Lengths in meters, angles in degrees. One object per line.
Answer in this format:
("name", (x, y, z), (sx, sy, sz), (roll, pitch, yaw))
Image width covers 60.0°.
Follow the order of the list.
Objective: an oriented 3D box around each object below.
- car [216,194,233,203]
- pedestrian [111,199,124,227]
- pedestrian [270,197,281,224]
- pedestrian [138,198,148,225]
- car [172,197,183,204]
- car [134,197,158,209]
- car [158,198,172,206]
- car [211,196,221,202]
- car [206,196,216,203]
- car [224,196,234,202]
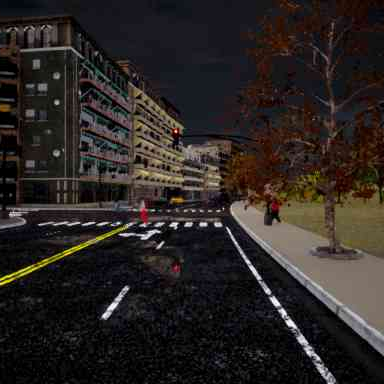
("car", (7.661, 1.534, 78.300), (2.150, 2.045, 5.566), (0, 0, 11))
("pedestrian", (-4.811, 1.319, 21.428), (0.375, 1.860, 0.375), (0, 0, 3))
("pedestrian", (5.353, 1.167, 21.489), (0.375, 1.860, 0.375), (0, 0, 3))
("pedestrian", (-3.279, 1.322, 22.549), (0.375, 1.860, 0.375), (0, 0, 3))
("car", (-3.312, 1.743, 72.519), (1.882, 1.535, 5.008), (0, 0, 10))
("car", (-6.895, 1.478, 48.257), (2.097, 1.767, 4.553), (0, 0, 7))
("car", (-5.406, 1.790, 59.745), (1.895, 1.301, 4.718), (0, 0, 8))
("car", (6.545, 1.816, 88.990), (1.882, 1.535, 5.008), (0, 0, 13))
("car", (4.455, 1.834, 78.842), (2.128, 1.511, 4.902), (0, 0, 11))
("car", (9.814, 1.871, 88.711), (2.128, 1.511, 4.902), (0, 0, 13))
